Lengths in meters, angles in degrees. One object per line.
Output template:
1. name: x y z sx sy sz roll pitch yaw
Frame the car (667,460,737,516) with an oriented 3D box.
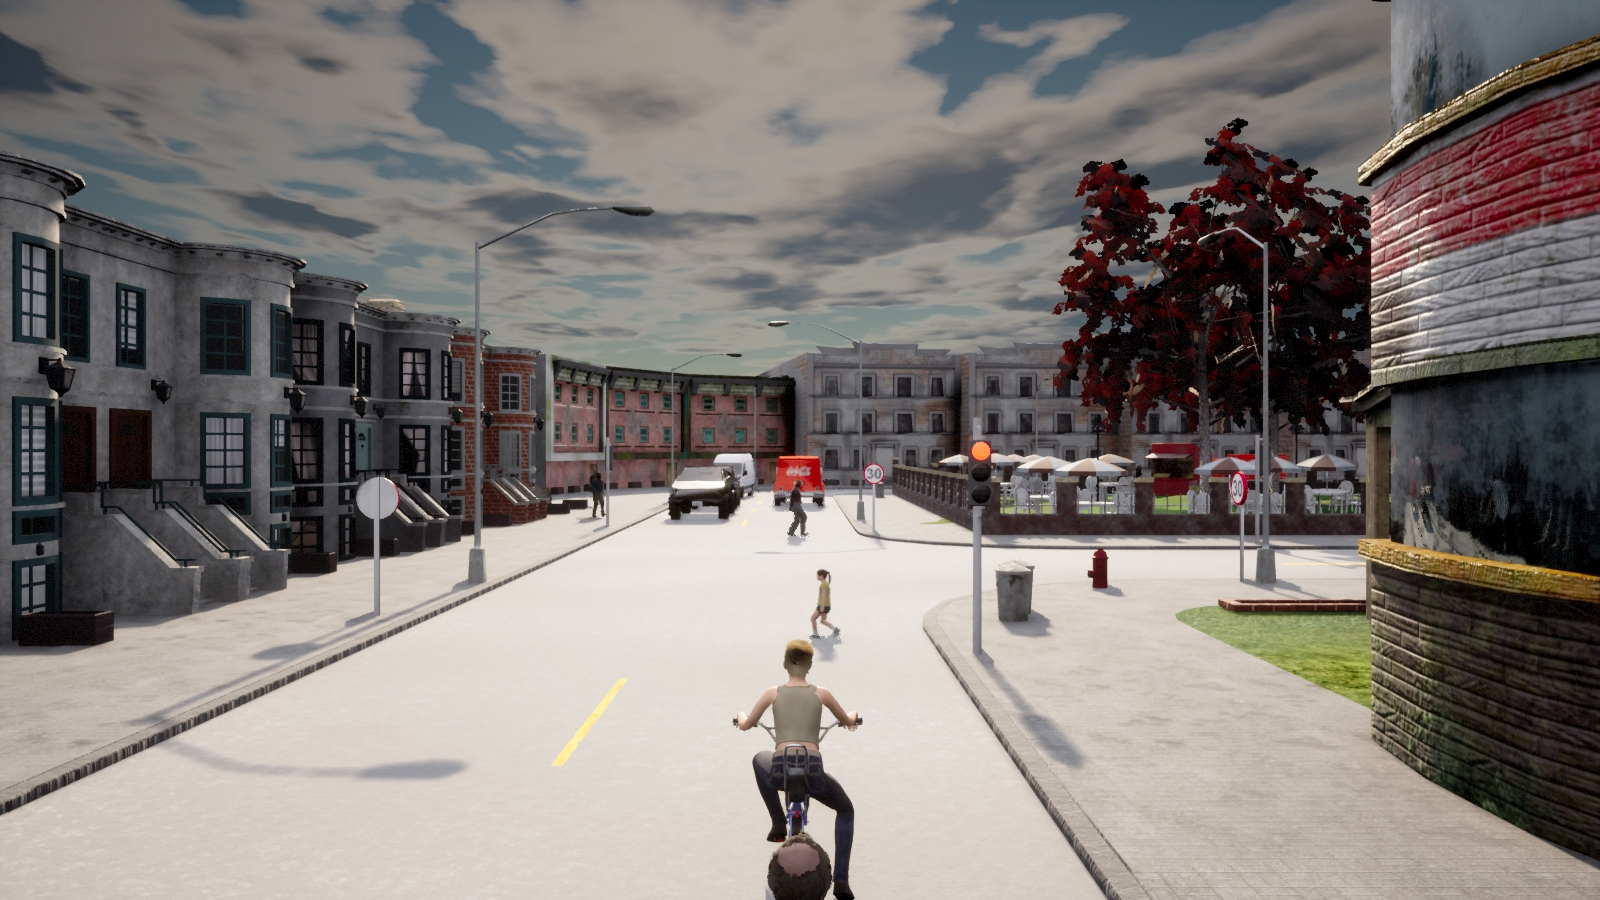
1. car: -3.997 1.515 47.708 2.390 2.098 6.274 0 0 0

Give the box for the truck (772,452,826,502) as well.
1. truck: -0.049 1.325 58.971 2.627 2.467 5.204 0 0 0

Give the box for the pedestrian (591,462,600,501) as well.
1. pedestrian: -9.735 1.504 54.328 0.375 1.860 0.375 0 0 -17

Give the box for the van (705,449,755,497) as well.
1. van: -4.016 1.285 66.887 1.988 2.561 5.915 0 1 6

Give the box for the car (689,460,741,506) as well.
1. car: -4.051 1.538 55.431 2.150 2.045 5.566 0 0 0

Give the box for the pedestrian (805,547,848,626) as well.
1. pedestrian: 0.397 2.001 16.857 0.500 1.100 0.500 0 0 19

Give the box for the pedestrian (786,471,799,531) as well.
1. pedestrian: -0.247 1.614 36.208 0.375 1.860 0.375 0 0 4

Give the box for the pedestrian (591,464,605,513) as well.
1. pedestrian: -7.879 1.496 44.593 0.375 1.860 0.375 0 0 42

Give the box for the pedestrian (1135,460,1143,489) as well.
1. pedestrian: 22.089 1.599 74.452 0.375 1.860 0.375 0 0 -27
